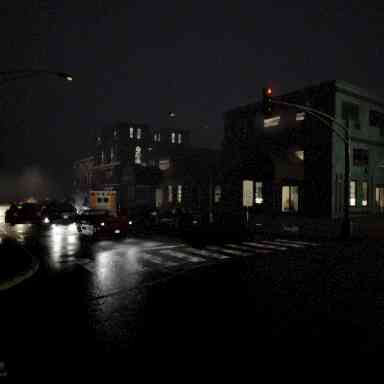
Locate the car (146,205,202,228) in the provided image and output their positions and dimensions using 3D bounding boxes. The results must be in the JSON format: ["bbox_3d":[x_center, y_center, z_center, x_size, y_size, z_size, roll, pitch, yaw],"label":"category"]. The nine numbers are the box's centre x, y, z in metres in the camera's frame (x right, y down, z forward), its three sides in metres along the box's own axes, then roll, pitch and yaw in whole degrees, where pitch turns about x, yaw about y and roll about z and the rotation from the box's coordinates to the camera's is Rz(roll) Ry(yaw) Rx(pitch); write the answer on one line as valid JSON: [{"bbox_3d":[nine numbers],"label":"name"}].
[{"bbox_3d":[-1.065,1.701,23.053,2.008,1.369,4.403,1,-1,-35],"label":"car"}]

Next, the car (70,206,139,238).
[{"bbox_3d":[-4.947,1.655,18.270,1.895,1.301,4.718,1,-1,-35],"label":"car"}]

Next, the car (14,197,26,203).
[{"bbox_3d":[-42.924,2.051,83.047,2.008,1.369,4.403,1,-1,-35],"label":"car"}]

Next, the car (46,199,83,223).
[{"bbox_3d":[-10.732,1.594,26.602,2.128,1.511,4.902,1,-1,-35],"label":"car"}]

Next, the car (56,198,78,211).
[{"bbox_3d":[-17.536,1.725,46.614,1.967,1.590,4.097,1,-1,-35],"label":"car"}]

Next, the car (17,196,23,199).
[{"bbox_3d":[-39.754,1.788,78.492,2.192,1.841,5.009,1,-1,-35],"label":"car"}]

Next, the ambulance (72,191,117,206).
[{"bbox_3d":[-8.921,1.185,29.434,2.351,2.431,6.366,1,-1,-35],"label":"ambulance"}]

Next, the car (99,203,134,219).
[{"bbox_3d":[-7.322,1.783,32.053,1.802,1.307,4.206,1,-1,-35],"label":"car"}]

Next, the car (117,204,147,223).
[{"bbox_3d":[-4.194,1.742,27.554,1.947,1.339,4.313,1,-1,-35],"label":"car"}]

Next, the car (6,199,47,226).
[{"bbox_3d":[-11.890,1.492,23.495,1.967,1.590,4.097,1,-1,-35],"label":"car"}]

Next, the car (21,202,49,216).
[{"bbox_3d":[-16.520,1.750,34.939,1.895,1.301,4.718,1,-1,-35],"label":"car"}]

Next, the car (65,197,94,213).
[{"bbox_3d":[-14.340,1.574,42.076,2.192,1.841,5.009,1,-1,-35],"label":"car"}]

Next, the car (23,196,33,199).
[{"bbox_3d":[-33.516,1.944,69.513,1.752,1.417,4.829,1,-1,-35],"label":"car"}]
